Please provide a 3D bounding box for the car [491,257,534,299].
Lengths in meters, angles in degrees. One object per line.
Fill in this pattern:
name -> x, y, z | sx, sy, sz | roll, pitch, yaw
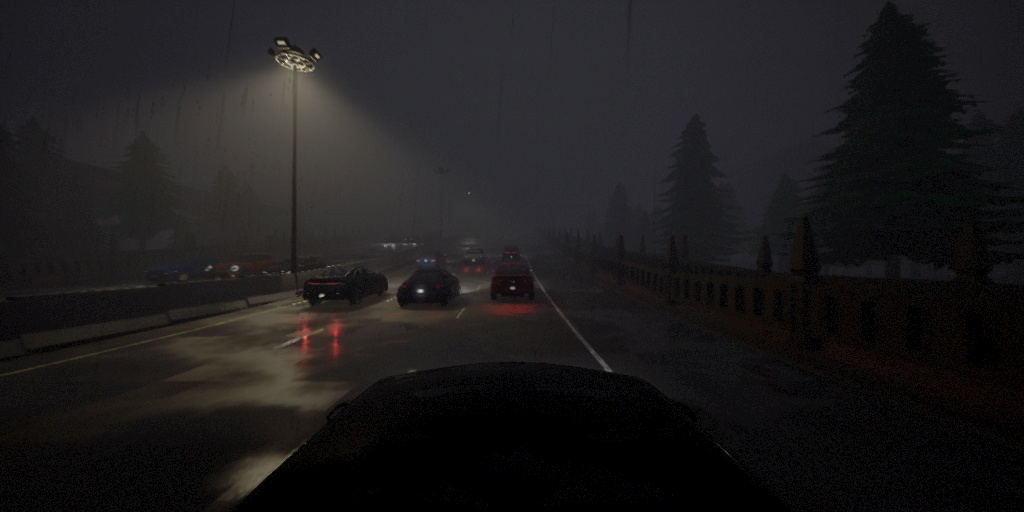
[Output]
car -> 0.020, 1.083, 17.363 | 1.882, 1.535, 5.008 | 0, 2, 0

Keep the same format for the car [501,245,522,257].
car -> -0.085, -0.417, 37.438 | 1.837, 1.490, 4.892 | 0, 6, 0

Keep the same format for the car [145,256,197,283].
car -> -21.210, 0.771, 23.693 | 1.882, 1.535, 5.008 | 0, 4, 0

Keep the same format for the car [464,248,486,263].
car -> -3.574, -0.127, 35.555 | 1.895, 1.301, 4.718 | 0, 6, 0

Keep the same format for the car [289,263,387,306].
car -> -6.973, 1.165, 15.544 | 2.128, 1.511, 4.902 | 0, 2, 0

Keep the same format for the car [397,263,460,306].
car -> -3.474, 1.236, 15.587 | 1.994, 1.385, 4.181 | 0, 2, 0

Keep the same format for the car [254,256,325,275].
car -> -14.209, 0.799, 23.675 | 1.837, 1.490, 4.892 | 0, 4, 0

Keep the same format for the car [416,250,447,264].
car -> -7.055, 0.194, 31.800 | 2.033, 1.411, 5.357 | 0, 5, 0

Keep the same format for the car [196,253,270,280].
car -> -17.709, 0.641, 23.743 | 2.097, 1.767, 4.553 | 0, 4, 0
